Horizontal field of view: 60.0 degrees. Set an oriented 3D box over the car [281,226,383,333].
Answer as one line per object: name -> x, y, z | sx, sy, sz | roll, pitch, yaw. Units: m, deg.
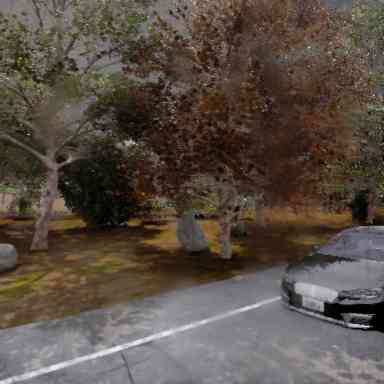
car -> 3.786, 1.500, 6.823 | 4.902, 1.511, 2.128 | 0, 0, -40
